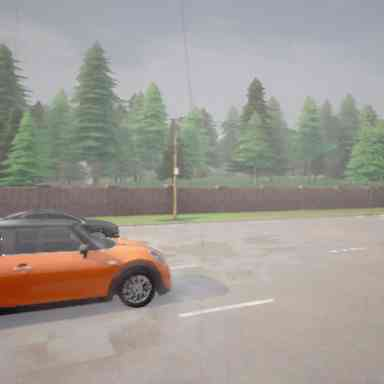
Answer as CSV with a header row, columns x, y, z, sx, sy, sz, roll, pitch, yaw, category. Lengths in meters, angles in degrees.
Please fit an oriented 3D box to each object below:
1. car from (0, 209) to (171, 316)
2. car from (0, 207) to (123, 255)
x,y,z,sx,sy,sz,roll,pitch,yaw,category
-2.726,1.322,6.647,4.553,1.767,2.097,0,0,-24,car
-5.366,1.446,13.138,4.892,1.490,1.837,0,0,-24,car
